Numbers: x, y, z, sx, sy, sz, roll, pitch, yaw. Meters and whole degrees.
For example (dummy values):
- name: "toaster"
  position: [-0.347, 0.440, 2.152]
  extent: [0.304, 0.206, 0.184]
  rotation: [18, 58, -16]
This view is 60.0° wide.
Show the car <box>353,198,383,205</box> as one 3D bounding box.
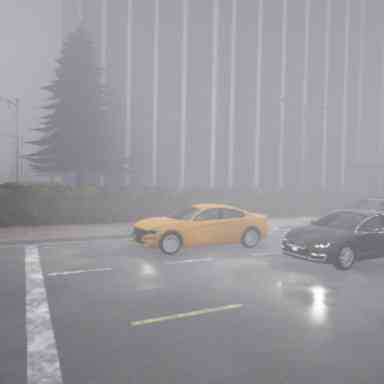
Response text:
- name: "car"
  position: [8.711, 1.096, 15.988]
  extent: [4.553, 1.767, 2.097]
  rotation: [0, 2, -27]

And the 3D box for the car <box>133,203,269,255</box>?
- name: "car"
  position: [0.399, 1.169, 11.861]
  extent: [5.008, 1.535, 1.882]
  rotation: [0, 2, -26]

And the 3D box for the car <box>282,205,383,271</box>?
- name: "car"
  position: [5.017, 1.326, 10.252]
  extent: [4.892, 1.490, 1.837]
  rotation: [0, 2, -26]
